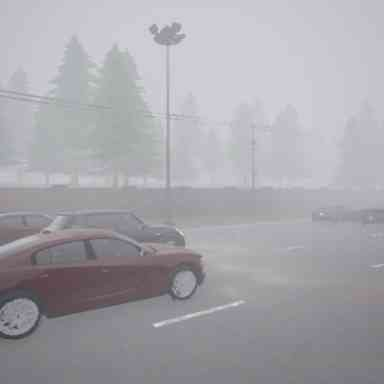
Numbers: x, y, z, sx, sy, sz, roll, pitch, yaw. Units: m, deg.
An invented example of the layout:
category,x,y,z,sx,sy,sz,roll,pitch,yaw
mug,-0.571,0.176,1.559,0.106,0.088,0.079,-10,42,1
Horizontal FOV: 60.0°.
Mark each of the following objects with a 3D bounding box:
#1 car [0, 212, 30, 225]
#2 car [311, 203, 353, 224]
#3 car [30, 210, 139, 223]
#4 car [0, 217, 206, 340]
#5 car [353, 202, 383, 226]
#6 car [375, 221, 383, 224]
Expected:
category,x,y,z,sx,sy,sz,roll,pitch,yaw
car,-6.023,1.472,12.347,5.008,1.535,1.882,0,0,-35
car,10.602,1.492,24.196,4.181,1.385,1.994,0,0,-35
car,-2.403,1.339,10.629,4.553,1.767,2.097,0,0,-35
car,-2.000,1.471,6.618,5.008,1.535,1.882,0,0,-35
car,12.759,1.405,21.438,5.008,1.535,1.882,0,0,-35
car,6.901,1.492,8.663,4.674,1.442,1.812,0,0,-35
